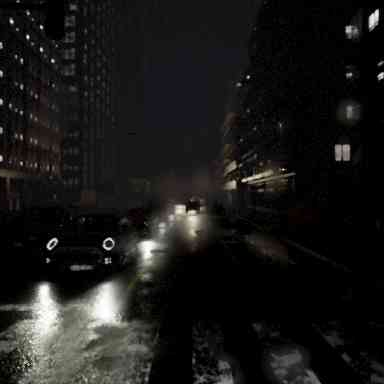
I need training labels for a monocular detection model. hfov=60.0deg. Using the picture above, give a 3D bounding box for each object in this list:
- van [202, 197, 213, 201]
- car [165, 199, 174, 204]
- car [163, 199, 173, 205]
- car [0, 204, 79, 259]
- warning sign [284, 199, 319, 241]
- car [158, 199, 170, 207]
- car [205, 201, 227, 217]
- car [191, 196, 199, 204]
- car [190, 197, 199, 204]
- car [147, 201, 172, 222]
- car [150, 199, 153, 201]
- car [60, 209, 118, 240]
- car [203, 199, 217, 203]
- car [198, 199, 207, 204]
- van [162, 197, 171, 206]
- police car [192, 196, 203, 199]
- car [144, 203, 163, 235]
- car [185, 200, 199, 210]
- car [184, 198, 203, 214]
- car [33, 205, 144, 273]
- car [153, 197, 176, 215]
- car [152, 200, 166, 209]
[{"bbox_3d":[2.688,1.798,46.531,1.690,1.788,3.998,0,-1,0],"label":"van"},{"bbox_3d":[-5.693,2.437,85.186,1.947,1.339,4.313,0,-1,0],"label":"car"},{"bbox_3d":[-5.693,2.354,79.663,1.887,1.381,4.507,0,-1,0],"label":"car"},{"bbox_3d":[-5.693,1.444,13.395,2.192,1.841,5.009,0,-1,0],"label":"car"},{"bbox_3d":[5.068,1.265,15.522,1.300,1.860,1.060,0,0,0],"label":"warning sign"},{"bbox_3d":[-5.693,2.241,68.619,2.008,1.369,4.403,0,-1,0],"label":"car"},{"bbox_3d":[2.688,1.910,35.483,1.947,1.339,4.313,0,-1,0],"label":"car"},{"bbox_3d":[0.900,2.167,91.549,2.150,2.045,5.566,0,-1,0],"label":"car"},{"bbox_3d":[0.656,2.221,85.482,2.097,1.767,4.553,0,-1,0],"label":"car"},{"bbox_3d":[-3.094,1.811,29.529,1.812,1.442,4.674,0,-1,1],"label":"car"},{"bbox_3d":[-5.693,2.022,46.529,1.947,1.339,4.313,0,-1,0],"label":"car"},{"bbox_3d":[-5.693,1.748,18.915,1.947,1.339,4.313,0,-1,0],"label":"car"},{"bbox_3d":[2.688,1.927,41.176,1.752,1.417,4.829,0,-1,0],"label":"car"},{"bbox_3d":[2.688,2.422,85.186,2.008,1.369,4.403,0,-1,0],"label":"car"},{"bbox_3d":[-5.694,2.091,74.143,1.690,1.788,3.998,0,-1,0],"label":"van"},{"bbox_3d":[0.900,2.191,75.627,1.930,1.638,5.238,0,-1,0],"label":"police car"},{"bbox_3d":[-3.095,1.673,20.221,1.882,1.535,5.008,0,-1,0],"label":"car"},{"bbox_3d":[0.001,2.068,52.698,2.033,1.411,5.357,0,-1,0],"label":"car"},{"bbox_3d":[0.100,1.918,42.332,1.837,1.490,4.892,0,-1,0],"label":"car"},{"bbox_3d":[-3.101,1.459,11.132,2.097,1.767,4.553,0,-1,0],"label":"car"},{"bbox_3d":[-3.040,1.736,39.461,2.097,1.767,4.553,0,-1,0],"label":"car"},{"bbox_3d":[-5.693,2.123,57.574,2.008,1.369,4.403,0,-1,0],"label":"car"}]
